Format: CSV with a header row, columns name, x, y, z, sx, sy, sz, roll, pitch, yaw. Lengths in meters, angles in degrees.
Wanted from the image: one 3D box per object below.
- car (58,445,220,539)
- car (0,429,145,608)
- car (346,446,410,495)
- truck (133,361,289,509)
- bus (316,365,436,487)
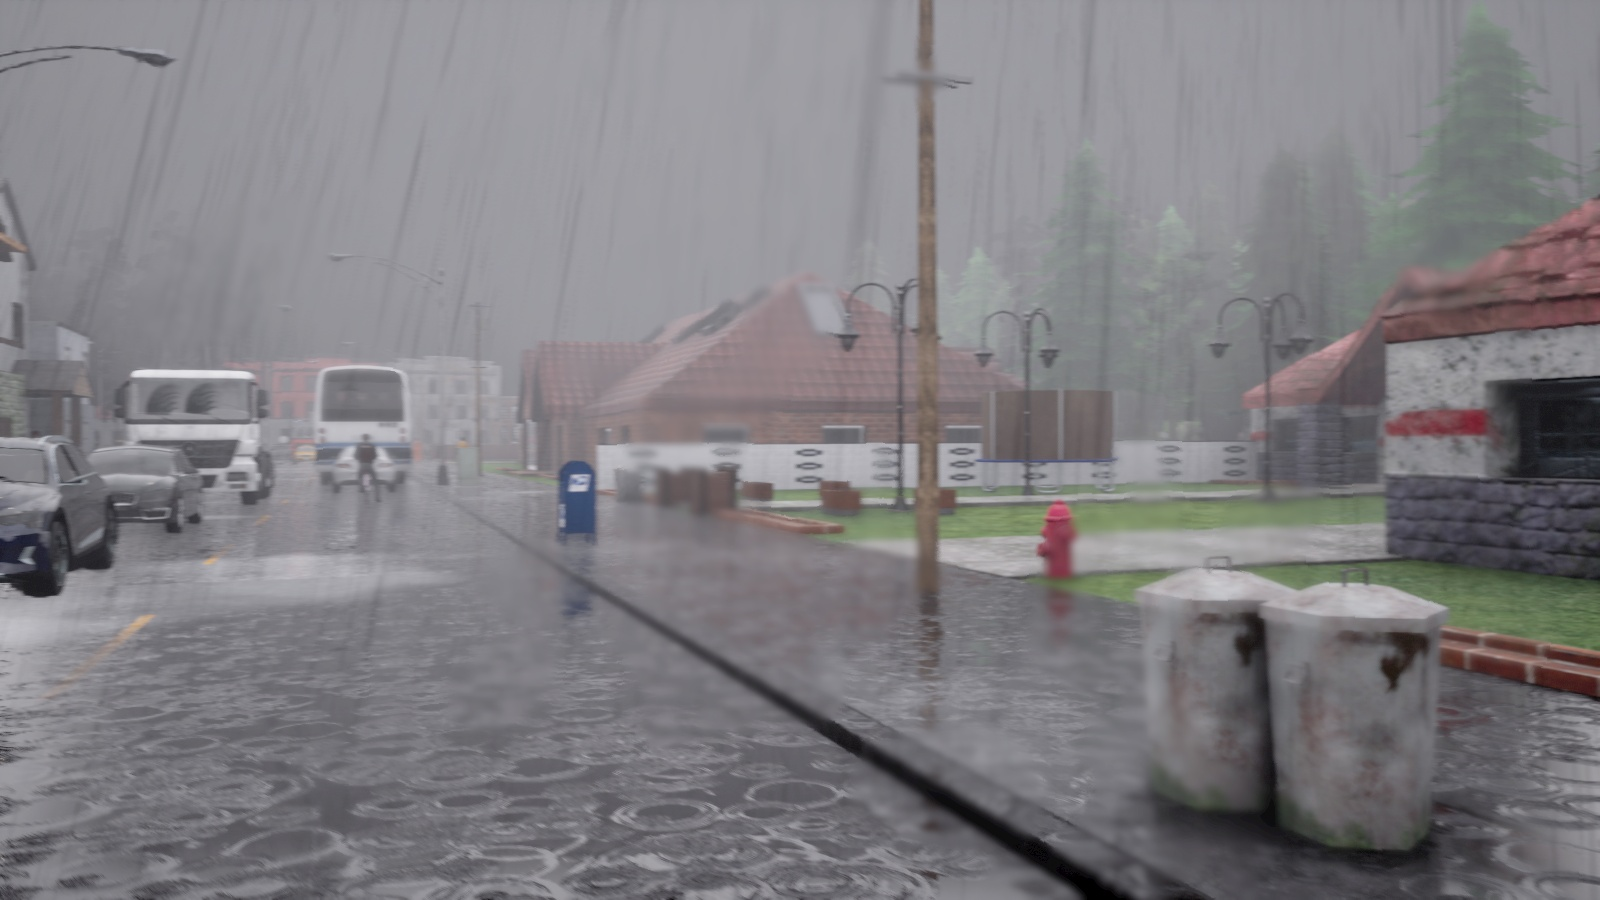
name,x,y,z,sx,sy,sz,roll,pitch,yaw
car,-11.727,0.660,22.610,1.837,1.490,4.892,0,0,-19
car,-8.693,0.627,13.723,2.033,1.649,4.856,0,0,-19
car,-13.358,0.586,39.732,1.812,1.442,4.674,0,0,-19
truck,-15.473,-0.378,33.550,2.891,3.462,7.936,0,0,-19
bus,-16.541,-0.860,49.030,3.944,4.253,10.273,0,0,-19
